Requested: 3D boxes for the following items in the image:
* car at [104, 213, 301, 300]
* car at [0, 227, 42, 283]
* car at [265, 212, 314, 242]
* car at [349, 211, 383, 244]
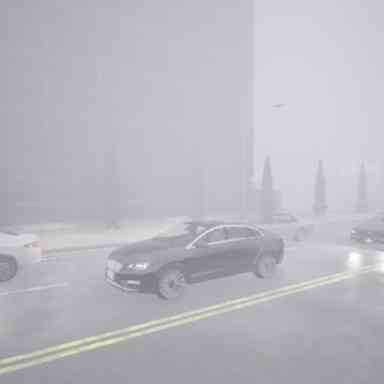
[{"bbox_3d":[0.279,1.488,8.456,4.902,1.511,2.128,0,0,-35],"label":"car"},{"bbox_3d":[-6.223,1.527,8.137,4.674,1.442,1.812,0,0,-35],"label":"car"},{"bbox_3d":[3.254,1.591,14.823,4.718,1.301,1.895,0,0,-35],"label":"car"},{"bbox_3d":[9.161,1.533,14.695,5.357,1.411,2.033,0,0,-35],"label":"car"}]
